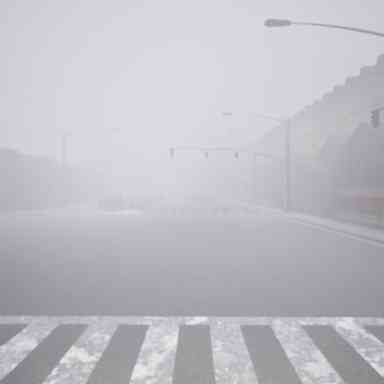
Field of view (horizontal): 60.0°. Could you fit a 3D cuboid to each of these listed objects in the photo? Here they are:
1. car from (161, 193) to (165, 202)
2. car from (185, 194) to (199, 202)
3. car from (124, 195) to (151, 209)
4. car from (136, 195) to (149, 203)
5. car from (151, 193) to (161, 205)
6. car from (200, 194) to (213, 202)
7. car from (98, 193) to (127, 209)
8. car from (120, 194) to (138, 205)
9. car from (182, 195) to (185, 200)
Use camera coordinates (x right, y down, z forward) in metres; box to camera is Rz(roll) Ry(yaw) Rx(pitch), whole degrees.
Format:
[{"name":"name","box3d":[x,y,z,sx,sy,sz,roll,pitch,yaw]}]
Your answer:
[{"name":"car","box3d":[-7.035,1.155,72.074,2.150,2.045,5.566,0,0,0]},{"name":"car","box3d":[-0.050,1.422,73.061,1.837,1.490,4.892,0,0,-3]},{"name":"car","box3d":[-7.097,1.451,43.978,2.128,1.511,4.902,0,0,0]},{"name":"car","box3d":[-10.531,1.459,71.144,2.128,1.511,4.902,0,0,0]},{"name":"car","box3d":[-7.077,1.298,57.086,2.097,1.767,4.553,0,0,0]},{"name":"car","box3d":[3.436,1.478,74.384,1.994,1.385,4.181,0,0,-3]},{"name":"car","box3d":[-10.584,1.181,43.731,2.150,2.045,5.566,0,0,2]},{"name":"car","box3d":[-10.577,1.299,56.145,2.097,1.767,4.553,0,0,0]},{"name":"car","box3d":[-1.214,1.295,83.151,1.837,1.490,4.892,0,0,-17]}]
